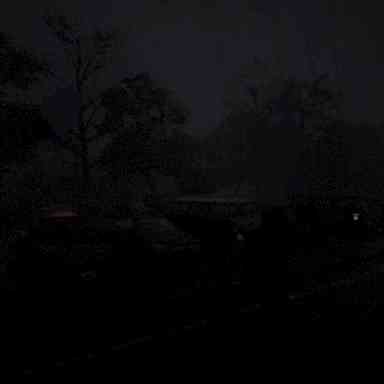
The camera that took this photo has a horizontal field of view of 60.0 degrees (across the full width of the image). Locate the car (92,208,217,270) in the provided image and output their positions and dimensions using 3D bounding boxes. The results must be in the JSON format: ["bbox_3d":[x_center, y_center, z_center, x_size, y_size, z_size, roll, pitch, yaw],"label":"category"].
[{"bbox_3d":[-1.502,1.488,11.179,2.002,1.452,4.674,0,0,-35],"label":"car"}]

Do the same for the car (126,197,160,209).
[{"bbox_3d":[-4.452,1.412,25.145,2.097,1.535,5.008,0,0,-35],"label":"car"}]

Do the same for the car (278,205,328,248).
[{"bbox_3d":[3.008,1.443,14.429,2.163,1.488,4.792,0,0,-35],"label":"car"}]

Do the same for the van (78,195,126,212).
[{"bbox_3d":[-6.637,1.204,23.436,1.878,1.987,4.442,0,0,-35],"label":"van"}]

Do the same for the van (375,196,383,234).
[{"bbox_3d":[7.593,1.212,17.520,1.878,1.987,4.442,1,0,-35],"label":"van"}]

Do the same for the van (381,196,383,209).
[{"bbox_3d":[31.696,1.597,50.788,1.878,1.987,4.442,1,0,-36],"label":"van"}]

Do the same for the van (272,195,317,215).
[{"bbox_3d":[11.154,1.348,36.412,1.878,1.987,4.442,1,0,-35],"label":"van"}]

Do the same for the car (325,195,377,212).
[{"bbox_3d":[20.362,1.433,42.802,2.435,2.045,5.566,1,0,-36],"label":"car"}]

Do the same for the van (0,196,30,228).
[{"bbox_3d":[-11.283,1.238,20.410,1.878,1.987,4.442,0,0,-36],"label":"van"}]

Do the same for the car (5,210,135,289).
[{"bbox_3d":[-3.744,1.495,9.540,2.163,1.488,4.792,0,0,-36],"label":"car"}]

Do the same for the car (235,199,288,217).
[{"bbox_3d":[6.815,1.521,33.167,2.097,1.535,5.008,1,0,-35],"label":"car"}]

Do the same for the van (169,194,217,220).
[{"bbox_3d":[-0.020,1.214,28.442,1.878,1.987,4.442,1,0,-35],"label":"van"}]

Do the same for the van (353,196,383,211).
[{"bbox_3d":[24.923,1.513,45.946,1.878,1.987,4.442,1,0,-35],"label":"van"}]

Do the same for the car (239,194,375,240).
[{"bbox_3d":[5.249,1.160,16.026,2.435,2.045,5.566,1,0,-35],"label":"car"}]

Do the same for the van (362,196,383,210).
[{"bbox_3d":[27.043,1.540,47.745,1.878,1.987,4.442,1,0,-35],"label":"van"}]

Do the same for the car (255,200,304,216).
[{"bbox_3d":[9.068,1.588,34.779,2.002,1.452,4.674,1,0,-36],"label":"car"}]

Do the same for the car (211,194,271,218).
[{"bbox_3d":[4.473,1.241,31.469,2.435,2.045,5.566,1,0,-35],"label":"car"}]

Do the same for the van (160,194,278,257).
[{"bbox_3d":[0.826,1.205,12.693,1.878,1.987,4.442,0,0,-35],"label":"van"}]

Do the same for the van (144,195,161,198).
[{"bbox_3d":[-2.248,1.185,26.567,1.878,1.987,4.442,0,0,-36],"label":"van"}]

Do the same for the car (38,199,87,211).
[{"bbox_3d":[-8.850,1.444,21.774,1.946,1.575,5.366,0,0,-36],"label":"car"}]

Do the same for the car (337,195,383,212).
[{"bbox_3d":[22.617,1.460,44.411,2.435,2.045,5.566,1,0,-36],"label":"car"}]

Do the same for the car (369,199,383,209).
[{"bbox_3d":[29.360,1.793,49.261,2.097,1.535,5.008,1,0,-35],"label":"car"}]

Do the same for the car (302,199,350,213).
[{"bbox_3d":[15.835,1.630,39.601,2.097,1.535,5.008,1,0,-35],"label":"car"}]
